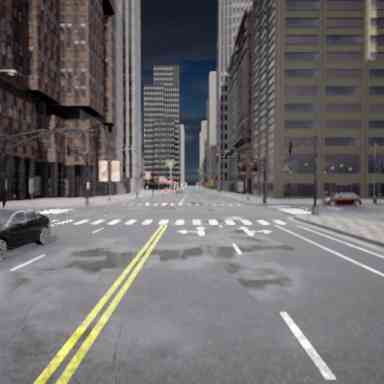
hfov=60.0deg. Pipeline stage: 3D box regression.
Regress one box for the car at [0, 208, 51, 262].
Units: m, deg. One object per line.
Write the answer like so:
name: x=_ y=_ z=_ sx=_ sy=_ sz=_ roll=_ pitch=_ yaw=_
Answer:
car: x=-6.553 y=1.322 z=11.379 sx=2.128 sy=1.511 sz=4.902 roll=0 pitch=1 yaw=0

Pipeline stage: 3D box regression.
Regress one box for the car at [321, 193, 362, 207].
car: x=16.700 y=0.791 z=37.425 sx=4.097 sy=1.590 sz=1.967 roll=0 pitch=2 yaw=0

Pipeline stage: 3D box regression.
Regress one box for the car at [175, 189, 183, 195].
car: x=-3.204 y=-0.082 z=83.908 sx=2.033 sy=1.411 sz=5.357 roll=0 pitch=1 yaw=0

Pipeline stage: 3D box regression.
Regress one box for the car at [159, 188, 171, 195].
car: x=-6.454 y=-0.267 z=83.938 sx=2.097 sy=1.767 sz=4.553 roll=0 pitch=1 yaw=0

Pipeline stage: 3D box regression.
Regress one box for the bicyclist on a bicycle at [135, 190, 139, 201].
bicyclist on a bicycle: x=-8.721 y=0.586 z=52.659 sx=0.659 sy=1.776 sz=1.843 roll=0 pitch=1 yaw=0

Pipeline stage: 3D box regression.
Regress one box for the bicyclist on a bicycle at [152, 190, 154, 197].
bicyclist on a bicycle: x=-8.709 y=0.362 z=73.717 sx=0.582 sy=1.620 sz=1.656 roll=0 pitch=1 yaw=0
